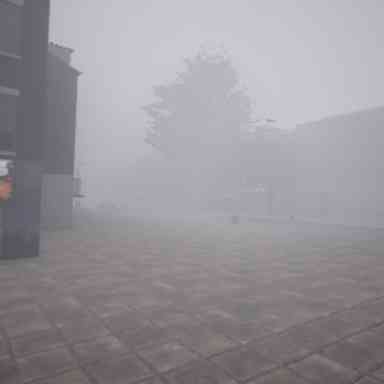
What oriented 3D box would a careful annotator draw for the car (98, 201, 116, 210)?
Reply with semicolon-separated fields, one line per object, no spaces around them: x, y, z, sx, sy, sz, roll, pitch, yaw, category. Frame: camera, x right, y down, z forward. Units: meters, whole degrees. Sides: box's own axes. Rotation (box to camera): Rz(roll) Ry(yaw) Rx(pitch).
-14.754;2.323;57.974;1.837;1.490;4.892;3;-3;-35;car
